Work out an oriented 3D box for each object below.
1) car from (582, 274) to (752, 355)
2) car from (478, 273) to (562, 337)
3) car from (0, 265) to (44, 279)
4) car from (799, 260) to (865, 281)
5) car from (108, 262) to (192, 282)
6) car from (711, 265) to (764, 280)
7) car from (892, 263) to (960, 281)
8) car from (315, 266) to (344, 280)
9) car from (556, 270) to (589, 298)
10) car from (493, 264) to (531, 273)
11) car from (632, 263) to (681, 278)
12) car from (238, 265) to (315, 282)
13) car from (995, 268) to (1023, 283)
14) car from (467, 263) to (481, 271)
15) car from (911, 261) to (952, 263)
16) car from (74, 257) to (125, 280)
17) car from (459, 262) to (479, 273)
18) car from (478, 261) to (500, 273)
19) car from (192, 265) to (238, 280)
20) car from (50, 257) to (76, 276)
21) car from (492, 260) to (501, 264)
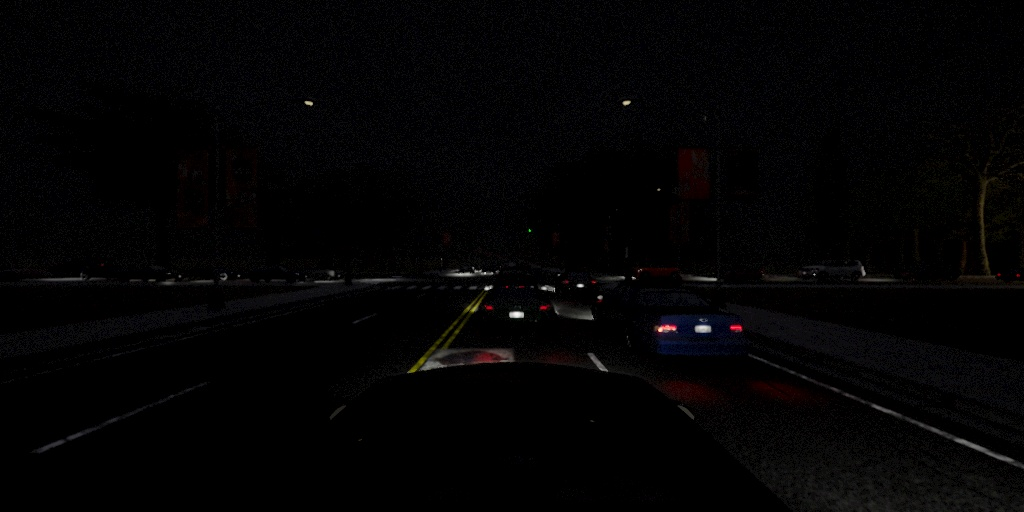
[{"bbox_3d":[3.354,1.345,8.803,2.033,1.411,5.357,0,0,0],"label":"car"},{"bbox_3d":[0.107,1.373,10.487,1.994,1.385,4.181,0,0,0],"label":"car"},{"bbox_3d":[-46.021,1.456,32.670,4.718,1.301,1.895,0,0,0],"label":"car"},{"bbox_3d":[32.685,1.434,36.692,5.566,2.045,2.150,0,0,0],"label":"car"},{"bbox_3d":[-29.705,1.404,29.538,4.674,1.442,1.812,0,0,-1],"label":"car"},{"bbox_3d":[23.243,1.724,36.637,4.181,1.385,1.994,0,0,-2],"label":"car"},{"bbox_3d":[42.667,1.772,36.738,4.902,1.511,2.128,0,0,0],"label":"car"},{"bbox_3d":[-18.068,1.546,32.893,4.718,1.301,1.895,0,0,-1],"label":"car"},{"bbox_3d":[3.484,1.453,19.695,1.994,1.385,4.181,0,0,3],"label":"car"},{"bbox_3d":[-0.046,1.405,20.760,1.837,1.490,4.892,0,0,-3],"label":"car"},{"bbox_3d":[14.608,1.468,36.547,4.553,1.767,2.097,0,0,-1],"label":"car"},{"bbox_3d":[-19.382,1.442,29.641,4.674,1.442,1.812,0,0,-2],"label":"car"},{"bbox_3d":[48.607,1.849,33.364,5.357,1.411,2.033,0,0,0],"label":"car"},{"bbox_3d":[-6.535,1.883,61.634,1.994,1.385,4.181,0,-1,0],"label":"car"},{"bbox_3d":[45.936,1.551,39.987,5.566,2.045,2.150,0,0,0],"label":"car"},{"bbox_3d":[-36.170,1.234,32.736,4.553,1.767,2.097,0,0,0],"label":"car"},{"bbox_3d":[-6.561,1.704,52.714,2.128,1.511,4.902,0,-1,0],"label":"car"},{"bbox_3d":[-3.312,1.760,52.725,2.033,1.411,5.357,0,-1,0],"label":"car"},{"bbox_3d":[-27.210,1.512,32.810,4.718,1.301,1.895,0,0,-1],"label":"car"},{"bbox_3d":[-46.845,1.123,39.330,5.566,2.045,2.150,0,0,0],"label":"car"},{"bbox_3d":[-3.281,1.833,62.319,1.837,1.490,4.892,0,-1,0],"label":"car"}]
